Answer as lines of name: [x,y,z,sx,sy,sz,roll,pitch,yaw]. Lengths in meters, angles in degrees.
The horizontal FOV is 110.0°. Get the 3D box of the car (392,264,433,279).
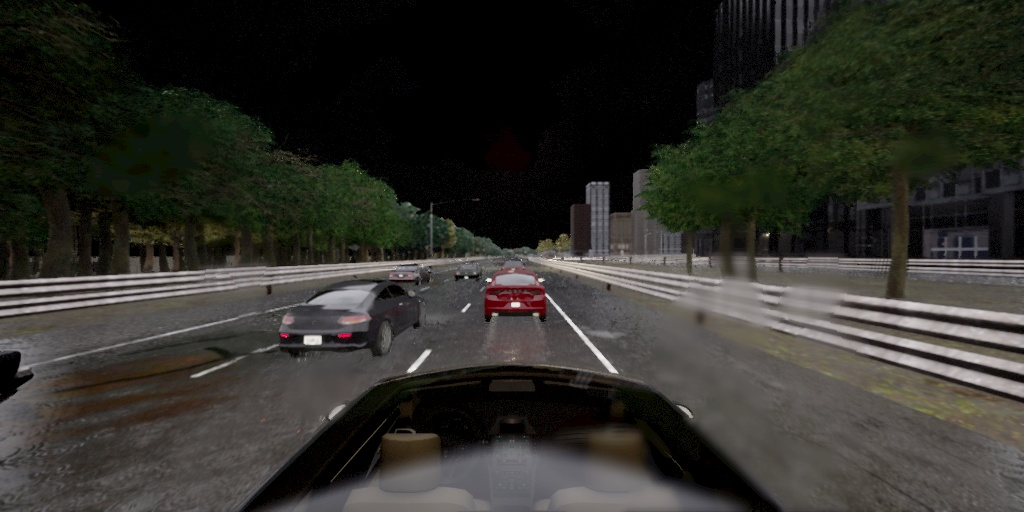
car: [-6.898,1.268,24.773,2.033,1.411,5.357,0,0,0]

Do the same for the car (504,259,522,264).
car: [0.102,1.066,30.148,2.097,1.767,4.553,0,0,0]

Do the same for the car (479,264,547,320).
car: [0.101,1.214,12.534,1.882,1.535,5.008,0,0,0]

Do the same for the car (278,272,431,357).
car: [-3.400,1.267,8.424,1.812,1.442,4.674,0,0,0]

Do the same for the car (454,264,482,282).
car: [-3.398,1.316,28.944,1.895,1.301,4.718,0,0,0]

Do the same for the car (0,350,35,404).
car: [-6.901,1.350,2.267,1.895,1.301,4.718,0,0,0]
